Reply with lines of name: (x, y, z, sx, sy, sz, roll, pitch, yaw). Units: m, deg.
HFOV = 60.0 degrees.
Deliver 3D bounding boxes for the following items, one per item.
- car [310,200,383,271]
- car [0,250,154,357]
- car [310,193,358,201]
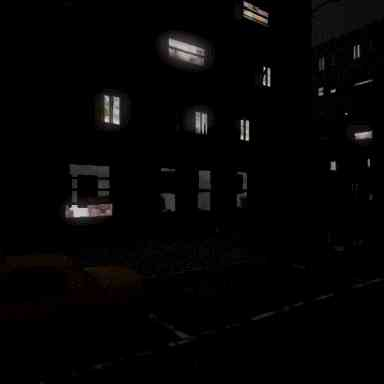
car: (6.283, 1.312, 11.039, 5.009, 1.841, 2.192, 0, 0, -35)
car: (-2.887, 1.522, 4.499, 4.829, 1.417, 1.752, 0, 0, -36)
car: (14.139, 1.003, 33.447, 2.192, 1.841, 5.009, 1, 0, -36)
